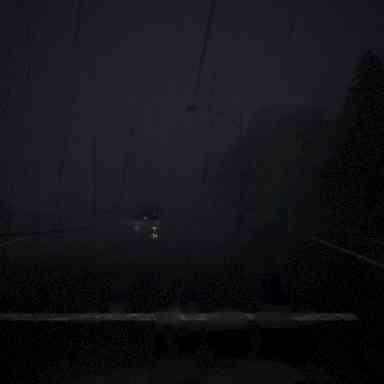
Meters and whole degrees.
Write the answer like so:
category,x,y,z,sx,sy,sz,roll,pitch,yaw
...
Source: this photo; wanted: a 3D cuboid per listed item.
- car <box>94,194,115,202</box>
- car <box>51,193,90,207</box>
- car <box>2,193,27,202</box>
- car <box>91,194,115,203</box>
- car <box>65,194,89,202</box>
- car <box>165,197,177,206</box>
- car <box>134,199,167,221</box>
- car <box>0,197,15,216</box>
category,x,y,z,sx,sy,sz,roll,pitch,yaw
car,-17.933,1.242,68.630,3.806,1.475,1.970,0,0,0
car,-17.213,1.109,46.512,4.605,1.855,1.932,0,0,0
car,-34.996,1.108,65.364,4.605,1.855,1.932,0,0,0
car,-17.614,1.164,62.213,5.027,1.636,2.152,0,0,0
car,-24.980,1.308,72.298,4.514,1.523,2.007,0,0,0
car,-3.457,1.491,53.087,1.882,1.535,5.008,0,0,0
car,-3.479,1.548,27.421,2.033,1.411,5.357,0,0,0
car,-17.363,1.387,27.929,3.633,1.501,1.845,0,0,0
